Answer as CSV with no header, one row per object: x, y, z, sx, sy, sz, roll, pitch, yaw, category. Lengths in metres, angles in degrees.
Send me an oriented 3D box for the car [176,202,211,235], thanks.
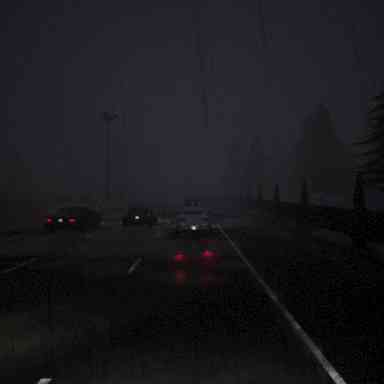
0.085,1.523,18.580,1.812,1.442,4.674,0,0,0,car

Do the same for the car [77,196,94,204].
-18.092,1.351,56.659,1.994,1.385,4.181,0,0,-6,car

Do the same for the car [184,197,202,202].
0.096,1.347,39.339,2.097,1.767,4.553,0,0,0,car

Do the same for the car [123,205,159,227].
-3.402,1.561,22.633,1.994,1.385,4.181,0,0,0,car

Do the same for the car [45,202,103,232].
-6.901,1.545,19.962,2.033,1.411,5.357,0,0,0,car
